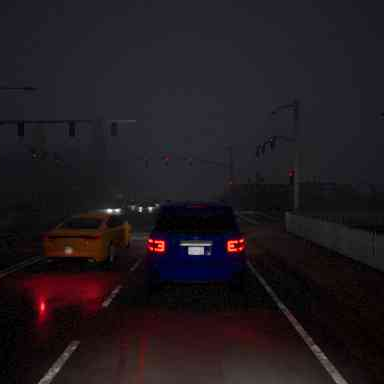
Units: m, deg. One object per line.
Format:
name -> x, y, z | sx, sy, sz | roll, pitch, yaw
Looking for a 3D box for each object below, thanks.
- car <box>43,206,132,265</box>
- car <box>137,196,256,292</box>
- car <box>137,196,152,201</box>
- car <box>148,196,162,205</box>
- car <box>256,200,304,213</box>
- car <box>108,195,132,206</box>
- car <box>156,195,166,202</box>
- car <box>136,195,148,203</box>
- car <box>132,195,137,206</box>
car -> -3.389, 1.478, 11.686 | 1.882, 1.535, 5.008 | 0, 0, 0
car -> 0.089, 1.221, 9.061 | 2.150, 2.045, 5.566 | 0, 0, 0
car -> -6.927, 1.526, 51.649 | 1.812, 1.442, 4.674 | 0, 0, 0
car -> -6.876, 1.547, 62.264 | 2.033, 1.411, 5.357 | 0, 0, 1
car -> 9.376, 1.547, 36.256 | 5.357, 1.411, 2.033 | 0, 0, 3
car -> -10.454, 1.491, 47.050 | 2.128, 1.511, 4.902 | 0, 0, 0
car -> -6.781, 1.524, 74.086 | 1.812, 1.442, 4.674 | 0, 0, 0
car -> -10.296, 1.478, 68.772 | 1.882, 1.535, 5.008 | 0, 0, 0
car -> -10.416, 1.353, 56.180 | 2.097, 1.767, 4.553 | 0, 0, 0
